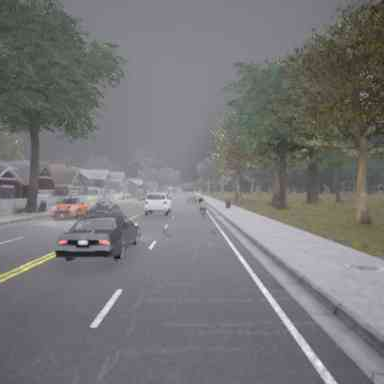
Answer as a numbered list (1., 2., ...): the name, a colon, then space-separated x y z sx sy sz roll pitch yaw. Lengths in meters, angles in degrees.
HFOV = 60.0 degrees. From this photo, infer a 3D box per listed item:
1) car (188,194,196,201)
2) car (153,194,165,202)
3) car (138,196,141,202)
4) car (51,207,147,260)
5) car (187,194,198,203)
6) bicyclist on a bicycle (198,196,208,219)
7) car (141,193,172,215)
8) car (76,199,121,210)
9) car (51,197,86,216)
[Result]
1. car: 0.010 1.165 76.711 1.882 1.535 5.008 0 0 0
2. car: -6.503 1.207 65.625 1.882 1.535 5.008 0 0 0
3. car: -9.743 1.258 67.822 1.994 1.385 4.181 0 0 0
4. car: -3.146 1.494 12.107 2.033 1.411 5.357 0 0 0
5. car: 0.035 1.285 63.415 2.033 1.411 5.357 0 0 1
6. bicyclist on a bicycle: 0.865 1.323 26.101 0.866 1.612 1.509 0 0 0
7. car: -3.145 1.084 31.514 2.150 2.045 5.566 0 0 0
8. car: -6.595 1.438 25.037 2.033 1.411 5.357 0 0 0
9. car: -9.843 1.232 27.441 2.097 1.767 4.553 0 0 0
